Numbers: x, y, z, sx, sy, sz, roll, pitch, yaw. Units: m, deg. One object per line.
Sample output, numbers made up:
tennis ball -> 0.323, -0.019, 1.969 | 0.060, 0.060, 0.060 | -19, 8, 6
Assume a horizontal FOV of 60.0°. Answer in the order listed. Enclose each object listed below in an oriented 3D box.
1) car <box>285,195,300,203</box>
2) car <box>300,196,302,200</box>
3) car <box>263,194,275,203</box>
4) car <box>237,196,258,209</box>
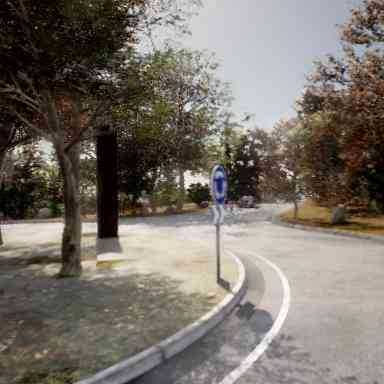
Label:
car -> 19.100, 1.311, 63.990 | 1.837, 1.490, 4.892 | -1, 0, 23
car -> 23.204, 1.261, 73.569 | 1.837, 1.490, 4.892 | -1, 0, 23
car -> 14.750, 1.220, 62.775 | 2.097, 1.767, 4.553 | -1, 0, 24
car -> 7.927, 1.386, 47.024 | 2.097, 1.767, 4.553 | -1, 0, 23
